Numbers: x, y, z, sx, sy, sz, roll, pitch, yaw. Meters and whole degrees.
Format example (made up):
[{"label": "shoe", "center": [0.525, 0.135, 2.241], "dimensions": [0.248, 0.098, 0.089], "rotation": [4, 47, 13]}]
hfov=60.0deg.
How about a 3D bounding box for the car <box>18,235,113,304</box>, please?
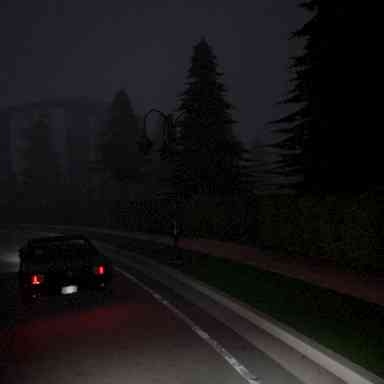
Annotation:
[{"label": "car", "center": [-3.626, 1.833, 8.988], "dimensions": [1.895, 1.301, 4.718], "rotation": [-2, -1, -28]}]
